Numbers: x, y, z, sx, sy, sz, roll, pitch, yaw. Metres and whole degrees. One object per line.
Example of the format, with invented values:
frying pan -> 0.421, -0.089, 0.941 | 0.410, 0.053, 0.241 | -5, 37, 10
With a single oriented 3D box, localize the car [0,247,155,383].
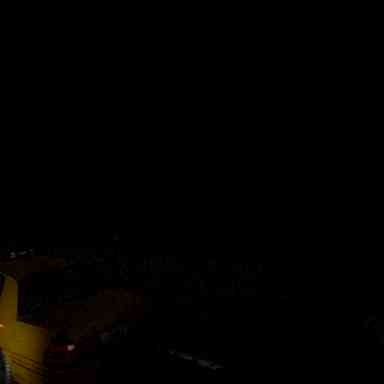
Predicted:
car -> -2.697, 1.524, 5.012 | 4.829, 1.417, 1.752 | 0, 1, 35

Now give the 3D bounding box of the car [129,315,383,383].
car -> 1.990, 1.551, 1.672 | 4.403, 1.369, 2.008 | 0, 1, 35
